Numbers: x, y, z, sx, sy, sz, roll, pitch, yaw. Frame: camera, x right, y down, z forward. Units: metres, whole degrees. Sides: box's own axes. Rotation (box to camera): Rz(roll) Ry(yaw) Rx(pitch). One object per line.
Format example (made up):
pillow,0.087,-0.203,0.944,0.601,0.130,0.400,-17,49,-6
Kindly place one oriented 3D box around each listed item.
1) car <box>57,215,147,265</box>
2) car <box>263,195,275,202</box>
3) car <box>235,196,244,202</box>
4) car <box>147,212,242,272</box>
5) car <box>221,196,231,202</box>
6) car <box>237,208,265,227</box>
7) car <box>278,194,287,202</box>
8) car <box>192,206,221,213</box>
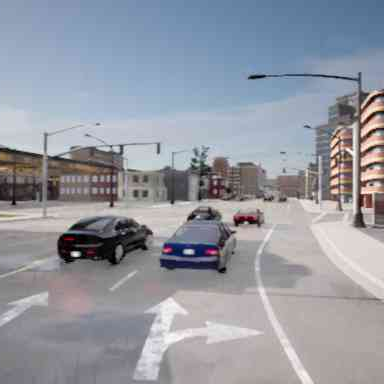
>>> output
car,-2.934,1.600,12.218,1.837,1.490,4.892,0,0,12
car,19.261,1.594,84.243,2.097,1.767,4.553,0,0,17
car,12.092,1.770,84.714,2.128,1.511,4.902,0,0,17
car,0.420,1.652,11.243,2.033,1.411,5.357,0,0,12
car,8.741,1.734,85.723,1.837,1.490,4.892,0,0,17
car,4.366,1.851,24.970,1.895,1.301,4.718,0,0,17
car,22.621,1.775,83.263,2.128,1.511,4.902,0,0,17
car,1.069,1.805,26.156,1.994,1.385,4.181,0,0,17
